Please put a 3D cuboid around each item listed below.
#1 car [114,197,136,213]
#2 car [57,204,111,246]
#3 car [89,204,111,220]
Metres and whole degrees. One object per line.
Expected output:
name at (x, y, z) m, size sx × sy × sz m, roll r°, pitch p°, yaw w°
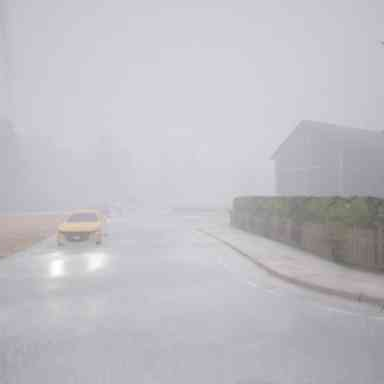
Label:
car at (-8.872, 1.638, 43.789) m, size 2.150 × 2.045 × 5.566 m, roll 0°, pitch -1°, yaw -21°
car at (-5.279, 1.635, 16.494) m, size 1.882 × 1.535 × 5.008 m, roll 0°, pitch 1°, yaw -10°
car at (-9.212, 1.913, 33.400) m, size 1.994 × 1.385 × 4.181 m, roll 0°, pitch -1°, yaw -15°
